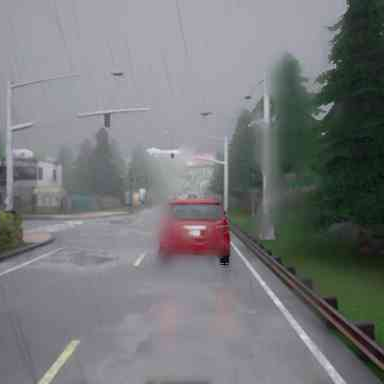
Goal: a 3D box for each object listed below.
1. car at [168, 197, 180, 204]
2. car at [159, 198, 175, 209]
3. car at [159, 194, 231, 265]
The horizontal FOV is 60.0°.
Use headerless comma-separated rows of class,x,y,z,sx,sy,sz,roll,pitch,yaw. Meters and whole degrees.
car,-3.493,1.648,64.786,1.994,1.385,4.181,0,0,0
car,-3.565,1.628,48.755,1.994,1.385,4.181,0,0,0
car,0.090,1.237,11.903,2.150,2.045,5.566,0,0,0
